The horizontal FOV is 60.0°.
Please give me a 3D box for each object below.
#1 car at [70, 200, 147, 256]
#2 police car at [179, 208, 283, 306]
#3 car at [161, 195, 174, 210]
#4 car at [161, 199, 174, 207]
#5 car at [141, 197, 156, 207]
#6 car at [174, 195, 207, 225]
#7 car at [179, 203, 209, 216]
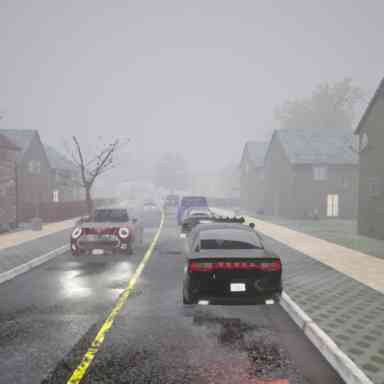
[{"bbox_3d":[-3.151,1.364,13.062,2.097,1.767,4.553,0,0,-2],"label":"car"},{"bbox_3d":[0.721,1.425,8.255,1.930,1.638,5.238,0,0,-1],"label":"police car"},{"bbox_3d":[-2.671,1.355,44.454,2.150,2.045,5.566,0,0,-7],"label":"car"},{"bbox_3d":[-4.201,1.814,56.057,1.895,1.301,4.718,0,0,-9],"label":"car"},{"bbox_3d":[-7.075,1.779,55.734,2.033,1.411,5.357,0,0,-8],"label":"car"},{"bbox_3d":[0.002,1.263,24.264,2.150,2.045,5.566,0,0,-4],"label":"car"},{"bbox_3d":[0.353,1.545,18.204,1.812,1.442,4.674,0,0,-3],"label":"car"}]
